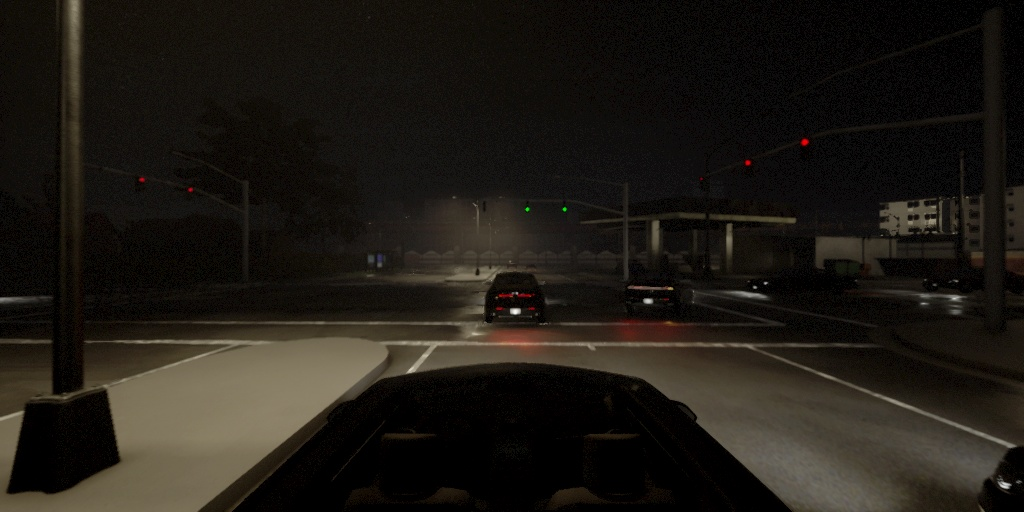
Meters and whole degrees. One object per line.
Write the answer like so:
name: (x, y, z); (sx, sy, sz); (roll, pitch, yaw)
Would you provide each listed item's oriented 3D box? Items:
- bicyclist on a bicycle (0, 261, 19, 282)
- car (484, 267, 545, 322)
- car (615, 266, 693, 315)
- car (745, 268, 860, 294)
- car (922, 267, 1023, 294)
bicyclist on a bicycle: (-38.293, 1.165, 27.060); (0.582, 1.620, 1.656); (0, 0, 0)
car: (0.097, 1.305, 12.546); (1.837, 1.490, 4.892); (0, 0, 0)
car: (5.786, 1.297, 14.020); (2.128, 1.511, 4.902); (-1, -1, 31)
car: (16.352, 1.381, 20.278); (5.357, 1.411, 2.033); (0, 0, -1)
car: (26.361, 1.360, 20.439); (4.674, 1.442, 1.812); (0, 0, -1)
